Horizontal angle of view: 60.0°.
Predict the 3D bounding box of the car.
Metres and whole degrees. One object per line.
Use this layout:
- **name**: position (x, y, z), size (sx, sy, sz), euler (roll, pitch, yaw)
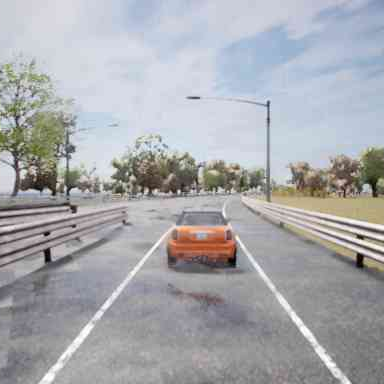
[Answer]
- **car**: position (0.356, 1.295, 11.736), size (2.097, 1.767, 4.553), euler (0, 0, 2)
